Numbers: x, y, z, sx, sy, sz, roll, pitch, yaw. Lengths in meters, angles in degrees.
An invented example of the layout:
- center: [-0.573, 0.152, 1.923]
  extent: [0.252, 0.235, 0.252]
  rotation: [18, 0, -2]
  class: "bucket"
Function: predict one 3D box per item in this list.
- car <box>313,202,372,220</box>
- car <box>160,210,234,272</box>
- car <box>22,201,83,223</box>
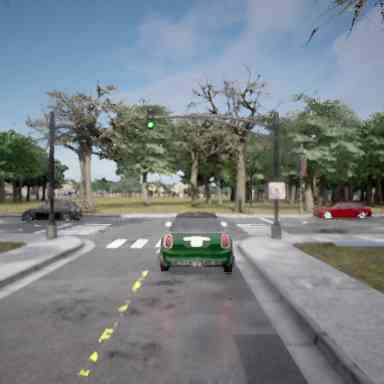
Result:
- center: [13.654, 1.705, 30.344]
  extent: [5.008, 1.535, 1.882]
  rotation: [0, 0, 0]
  class: "car"
- center: [0.145, 1.431, 11.203]
  extent: [2.097, 1.767, 4.553]
  rotation: [0, 0, 0]
  class: "car"
- center: [-11.307, 1.525, 26.976]
  extent: [4.553, 1.767, 2.097]
  rotation: [0, 0, 4]
  class: "car"
